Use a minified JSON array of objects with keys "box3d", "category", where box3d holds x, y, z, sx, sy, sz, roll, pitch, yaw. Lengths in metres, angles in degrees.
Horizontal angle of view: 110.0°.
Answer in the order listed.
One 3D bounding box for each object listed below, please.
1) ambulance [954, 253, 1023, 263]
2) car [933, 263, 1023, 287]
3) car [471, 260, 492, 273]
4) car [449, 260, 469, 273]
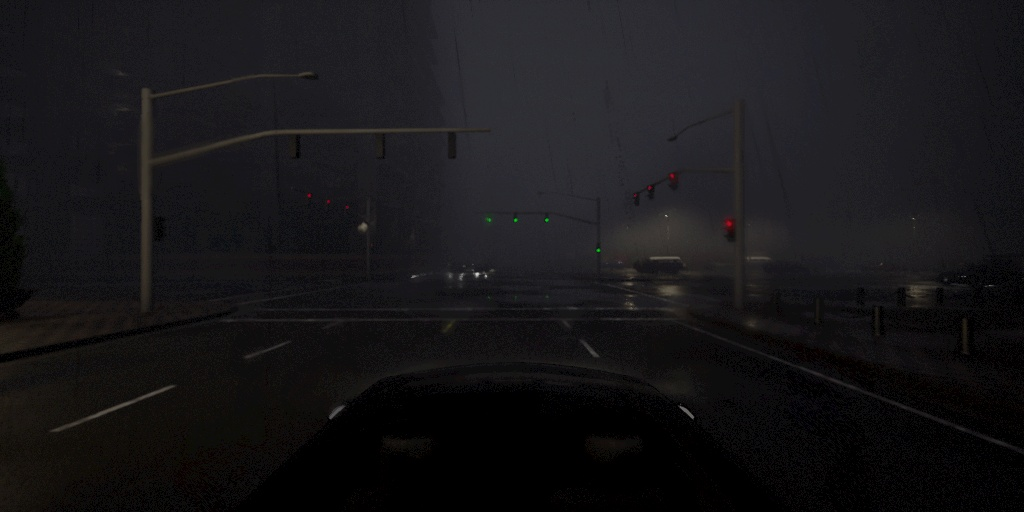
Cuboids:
[{"box3d":[41.065,1.009,29.366,6.366,2.431,2.351,0,0,0],"category":"ambulance"},{"box3d":[33.838,1.451,25.931,4.902,1.511,2.128,0,0,0],"category":"car"},{"box3d":[-4.259,1.640,50.865,1.994,1.385,4.181,0,0,0],"category":"car"},{"box3d":[-7.762,1.582,51.142,1.837,1.490,4.892,0,0,0],"category":"car"}]
